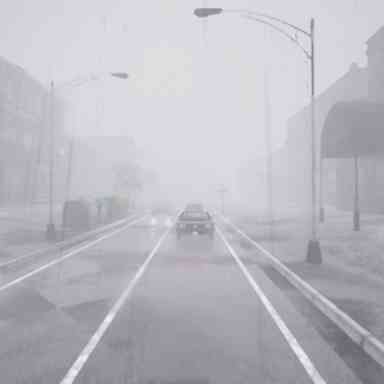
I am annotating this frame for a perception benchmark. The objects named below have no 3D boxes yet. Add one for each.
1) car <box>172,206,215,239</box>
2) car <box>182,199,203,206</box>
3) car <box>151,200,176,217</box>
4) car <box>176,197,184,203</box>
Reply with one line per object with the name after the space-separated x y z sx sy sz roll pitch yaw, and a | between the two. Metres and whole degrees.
0.161 1.659 17.852 1.895 1.301 4.718 0 0 0 | car
0.225 1.648 36.144 1.882 1.535 5.008 0 0 0 | car
-2.981 1.756 33.870 1.895 1.301 4.718 0 0 1 | car
-2.737 1.764 75.221 2.033 1.411 5.357 0 0 0 | car
